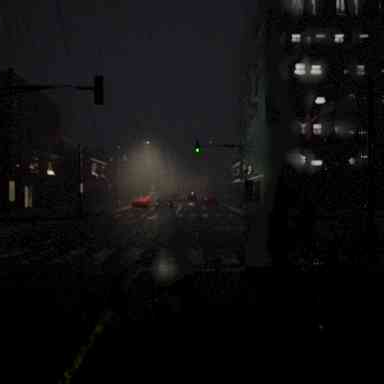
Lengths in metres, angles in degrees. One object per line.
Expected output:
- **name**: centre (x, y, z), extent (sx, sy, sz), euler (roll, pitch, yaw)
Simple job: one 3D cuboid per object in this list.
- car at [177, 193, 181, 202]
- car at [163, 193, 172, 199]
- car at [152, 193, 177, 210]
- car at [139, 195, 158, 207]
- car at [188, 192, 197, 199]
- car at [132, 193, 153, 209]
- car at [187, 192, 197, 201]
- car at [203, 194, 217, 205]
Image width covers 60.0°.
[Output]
- **car**: centre (-2.998, 0.977, 58.820), extent (1.882, 1.535, 5.008), euler (0, 0, 0)
- **car**: centre (-5.655, 0.917, 78.261), extent (1.802, 1.307, 4.206), euler (1, 0, 0)
- **car**: centre (-3.078, 1.183, 37.849), extent (1.837, 1.490, 4.892), euler (0, 0, 0)
- **car**: centre (-5.664, 1.169, 44.141), extent (1.887, 1.381, 4.507), euler (1, 0, 0)
- **car**: centre (0.021, 0.722, 76.552), extent (2.033, 1.411, 5.357), euler (0, 0, 0)
- **car**: centre (-5.742, 1.217, 38.460), extent (1.887, 1.381, 4.507), euler (1, 0, 0)
- **car**: centre (0.019, 0.985, 66.127), extent (2.033, 1.411, 5.357), euler (0, 0, 0)
- **car**: centre (2.720, 1.015, 49.886), extent (1.967, 1.590, 4.097), euler (1, 0, 0)
